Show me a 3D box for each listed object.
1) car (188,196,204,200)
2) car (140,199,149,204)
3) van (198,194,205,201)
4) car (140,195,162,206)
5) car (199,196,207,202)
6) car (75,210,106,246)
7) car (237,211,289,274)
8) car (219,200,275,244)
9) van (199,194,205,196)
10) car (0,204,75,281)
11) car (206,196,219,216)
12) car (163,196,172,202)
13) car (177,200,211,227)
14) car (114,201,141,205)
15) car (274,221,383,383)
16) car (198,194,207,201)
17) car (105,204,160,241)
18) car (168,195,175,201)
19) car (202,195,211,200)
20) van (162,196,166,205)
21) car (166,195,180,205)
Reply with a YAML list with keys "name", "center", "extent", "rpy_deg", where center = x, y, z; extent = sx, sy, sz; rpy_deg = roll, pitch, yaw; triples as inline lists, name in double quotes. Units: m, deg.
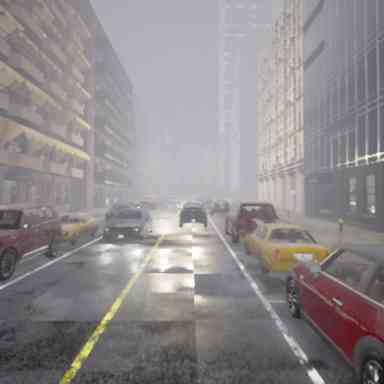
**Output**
- name: "car"
  center: [0.076, 1.585, 42.268]
  extent: [2.033, 1.411, 5.357]
  rpy_deg: [0, 0, 0]
- name: "car"
  center: [-5.650, 1.612, 32.313]
  extent: [1.802, 1.307, 4.206]
  rpy_deg: [1, 0, 0]
- name: "van"
  center: [2.689, 1.420, 92.835]
  extent: [1.690, 1.788, 3.998]
  rpy_deg: [1, 0, 0]
- name: "car"
  center: [-5.647, 1.355, 43.406]
  extent: [2.192, 1.841, 5.009]
  rpy_deg: [1, 0, 0]
- name: "car"
  center: [2.686, 1.652, 81.819]
  extent: [1.802, 1.307, 4.206]
  rpy_deg: [1, 0, 0]
- name: "car"
  center: [-5.646, 1.540, 15.502]
  extent: [1.752, 1.417, 4.829]
  rpy_deg: [1, 0, 0]
- name: "car"
  center: [2.702, 1.535, 10.389]
  extent: [1.752, 1.417, 4.829]
  rpy_deg: [1, 0, 0]
- name: "car"
  center: [2.705, 1.330, 15.766]
  extent: [2.192, 1.841, 5.009]
  rpy_deg: [1, 0, 0]
- name: "van"
  center: [2.696, 1.394, 60.149]
  extent: [1.690, 1.788, 3.998]
  rpy_deg: [1, 0, 0]
- name: "car"
  center: [-5.640, 1.325, 10.125]
  extent: [2.192, 1.841, 5.009]
  rpy_deg: [1, 0, 0]
- name: "car"
  center: [2.700, 1.470, 32.409]
  extent: [1.967, 1.590, 4.097]
  rpy_deg: [1, 0, 0]
- name: "car"
  center: [-5.659, 1.648, 76.686]
  extent: [1.802, 1.307, 4.206]
  rpy_deg: [1, 0, 0]
- name: "car"
  center: [0.092, 1.527, 23.076]
  extent: [1.837, 1.490, 4.892]
  rpy_deg: [0, 0, 0]
- name: "car"
  center: [-5.649, 1.591, 26.766]
  extent: [1.947, 1.339, 4.313]
  rpy_deg: [1, 0, 0]
- name: "car"
  center: [2.705, 1.445, 4.671]
  extent: [1.967, 1.590, 4.097]
  rpy_deg: [1, 0, 0]
- name: "car"
  center: [2.691, 1.389, 87.327]
  extent: [2.192, 1.841, 5.009]
  rpy_deg: [1, 0, 0]
- name: "car"
  center: [-3.104, 1.564, 17.205]
  extent: [2.033, 1.411, 5.357]
  rpy_deg: [0, 0, 0]
- name: "car"
  center: [-5.694, 1.604, 92.632]
  extent: [1.752, 1.417, 4.829]
  rpy_deg: [1, 0, 0]
- name: "car"
  center: [2.693, 1.630, 54.600]
  extent: [1.802, 1.307, 4.206]
  rpy_deg: [1, 0, 0]
- name: "van"
  center: [-5.650, 1.390, 54.499]
  extent: [1.690, 1.788, 3.998]
  rpy_deg: [1, 0, 0]
- name: "car"
  center: [-3.064, 1.577, 58.844]
  extent: [1.812, 1.442, 4.674]
  rpy_deg: [0, 0, 0]
